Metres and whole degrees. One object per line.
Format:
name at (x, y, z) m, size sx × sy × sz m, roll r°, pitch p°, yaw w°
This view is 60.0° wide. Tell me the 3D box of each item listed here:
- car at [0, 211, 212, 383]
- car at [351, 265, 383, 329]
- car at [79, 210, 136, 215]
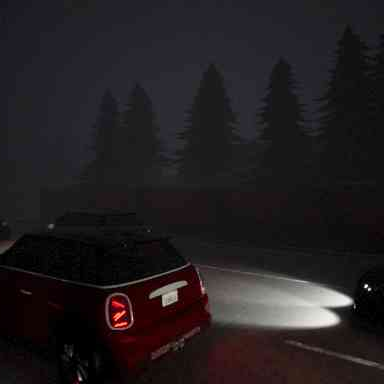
car at (-2.006, 1.352, 5.415) m, size 4.553 × 1.767 × 2.097 m, roll 0°, pitch 0°, yaw 35°
car at (4.709, 1.564, 4.929) m, size 4.181 × 1.385 × 1.994 m, roll 0°, pitch 0°, yaw 36°
car at (-3.426, 1.352, 10.728) m, size 4.553 × 1.767 × 2.097 m, roll 0°, pitch 0°, yaw 35°
